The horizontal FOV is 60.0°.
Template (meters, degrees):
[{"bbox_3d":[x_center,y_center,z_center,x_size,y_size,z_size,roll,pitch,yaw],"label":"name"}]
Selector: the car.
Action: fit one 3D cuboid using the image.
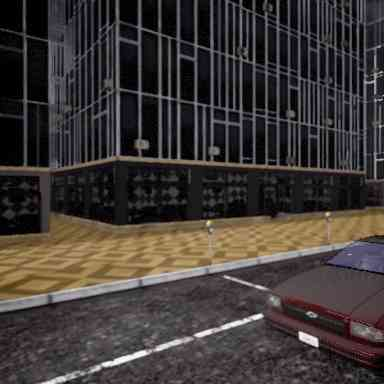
[{"bbox_3d":[3.682,1.517,5.886,5.357,1.411,2.033,0,0,-36],"label":"car"}]
